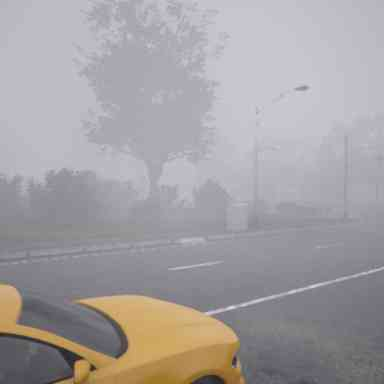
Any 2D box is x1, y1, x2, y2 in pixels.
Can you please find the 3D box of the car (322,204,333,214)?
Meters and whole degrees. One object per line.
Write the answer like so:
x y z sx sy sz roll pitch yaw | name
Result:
14.546 1.808 40.219 1.882 1.535 5.008 1 0 -32 | car

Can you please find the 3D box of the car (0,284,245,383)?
-1.793 1.476 2.469 5.008 1.535 1.882 0 0 -36 | car

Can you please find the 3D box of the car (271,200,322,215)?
11.816 1.775 37.989 1.882 1.535 5.008 1 0 -32 | car

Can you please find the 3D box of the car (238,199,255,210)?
6.813 1.894 45.882 1.895 1.301 4.718 1 0 -33 | car

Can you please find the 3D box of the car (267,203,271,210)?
9.453 1.817 48.239 2.128 1.511 4.902 1 0 -33 | car
